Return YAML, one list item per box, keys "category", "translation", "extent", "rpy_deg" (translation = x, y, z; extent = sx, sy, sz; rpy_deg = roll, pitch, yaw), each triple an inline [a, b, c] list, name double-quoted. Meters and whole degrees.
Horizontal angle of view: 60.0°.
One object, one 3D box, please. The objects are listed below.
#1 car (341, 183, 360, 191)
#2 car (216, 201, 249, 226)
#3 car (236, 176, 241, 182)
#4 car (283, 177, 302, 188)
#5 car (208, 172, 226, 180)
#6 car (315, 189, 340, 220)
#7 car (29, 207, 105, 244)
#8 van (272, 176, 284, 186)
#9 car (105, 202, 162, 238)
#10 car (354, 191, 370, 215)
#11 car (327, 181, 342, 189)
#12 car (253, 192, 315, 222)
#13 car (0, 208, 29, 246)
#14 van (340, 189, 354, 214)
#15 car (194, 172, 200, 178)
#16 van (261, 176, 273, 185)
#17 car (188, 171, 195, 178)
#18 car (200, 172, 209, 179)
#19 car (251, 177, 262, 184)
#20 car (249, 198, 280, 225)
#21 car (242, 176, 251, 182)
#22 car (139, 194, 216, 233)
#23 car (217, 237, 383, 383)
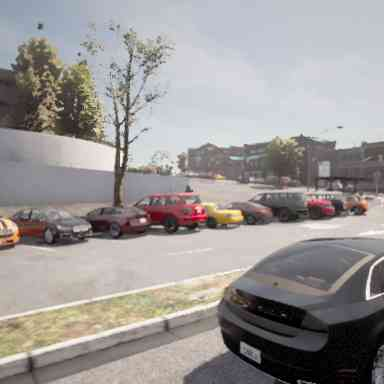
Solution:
- category: "car"
  translation: [27.881, -0.547, 57.755]
  extent: [2.002, 1.452, 4.674]
  rpy_deg: [6, 4, 35]
- category: "car"
  translation: [0.506, 1.354, 20.768]
  extent: [5.366, 1.575, 1.946]
  rpy_deg: [-1, 0, 35]
- category: "car"
  translation: [12.322, -3.003, 79.946]
  extent: [2.002, 1.452, 4.674]
  rpy_deg: [6, 4, 35]
- category: "car"
  translation: [20.970, -1.677, 67.606]
  extent: [2.231, 1.521, 4.892]
  rpy_deg: [6, 4, 35]
- category: "car"
  translation: [7.209, -3.864, 87.451]
  extent: [1.946, 1.575, 5.366]
  rpy_deg: [6, 4, 34]
- category: "car"
  translation: [8.051, 1.007, 25.855]
  extent: [5.566, 2.045, 2.435]
  rpy_deg: [-1, -1, 35]
- category: "car"
  translation: [-6.679, 1.453, 15.450]
  extent: [4.892, 1.521, 2.231]
  rpy_deg: [-1, -1, 35]
- category: "van"
  translation: [19.205, -2.175, 69.965]
  extent: [1.878, 1.987, 4.442]
  rpy_deg: [7, 4, 35]
- category: "car"
  translation: [-4.259, 1.447, 17.196]
  extent: [4.792, 1.488, 2.163]
  rpy_deg: [-1, 0, 35]
- category: "car"
  translation: [13.000, 1.070, 29.275]
  extent: [4.553, 1.767, 2.185]
  rpy_deg: [-1, 0, 35]
- category: "car"
  translation: [26.185, -1.110, 60.224]
  extent: [2.435, 2.045, 5.566]
  rpy_deg: [6, 4, 35]
- category: "car"
  translation: [5.537, 1.039, 24.150]
  extent: [5.566, 2.045, 2.435]
  rpy_deg: [-1, 0, 35]
- category: "car"
  translation: [-9.147, 1.362, 13.724]
  extent: [4.553, 1.767, 2.185]
  rpy_deg: [-1, -1, 35]
- category: "van"
  translation: [10.590, 0.999, 27.524]
  extent: [4.442, 1.987, 1.878]
  rpy_deg: [-1, -1, 35]
- category: "car"
  translation: [3.558, -4.536, 92.172]
  extent: [2.185, 1.767, 4.553]
  rpy_deg: [6, 3, 34]
- category: "van"
  translation: [17.474, -2.448, 72.435]
  extent: [1.878, 1.987, 4.442]
  rpy_deg: [7, 4, 35]
- category: "car"
  translation: [1.826, -4.771, 94.640]
  extent: [2.185, 1.767, 4.553]
  rpy_deg: [4, 1, 33]
- category: "car"
  translation: [5.353, -4.385, 89.706]
  extent: [2.435, 2.045, 5.566]
  rpy_deg: [7, 4, 34]
- category: "car"
  translation: [15.900, -2.500, 75.166]
  extent: [1.946, 1.575, 5.366]
  rpy_deg: [6, 4, 35]
- category: "car"
  translation: [3.112, 1.362, 22.395]
  extent: [4.674, 1.452, 2.002]
  rpy_deg: [-1, 0, 35]
- category: "car"
  translation: [14.066, -2.729, 77.485]
  extent: [2.002, 1.452, 4.674]
  rpy_deg: [7, 4, 35]
- category: "car"
  translation: [-1.817, 1.135, 18.939]
  extent: [5.566, 2.045, 2.435]
  rpy_deg: [-1, 0, 35]
- category: "car"
  translation: [2.594, 1.448, 4.982]
  extent: [4.892, 1.490, 1.837]
  rpy_deg: [-1, 0, -35]
